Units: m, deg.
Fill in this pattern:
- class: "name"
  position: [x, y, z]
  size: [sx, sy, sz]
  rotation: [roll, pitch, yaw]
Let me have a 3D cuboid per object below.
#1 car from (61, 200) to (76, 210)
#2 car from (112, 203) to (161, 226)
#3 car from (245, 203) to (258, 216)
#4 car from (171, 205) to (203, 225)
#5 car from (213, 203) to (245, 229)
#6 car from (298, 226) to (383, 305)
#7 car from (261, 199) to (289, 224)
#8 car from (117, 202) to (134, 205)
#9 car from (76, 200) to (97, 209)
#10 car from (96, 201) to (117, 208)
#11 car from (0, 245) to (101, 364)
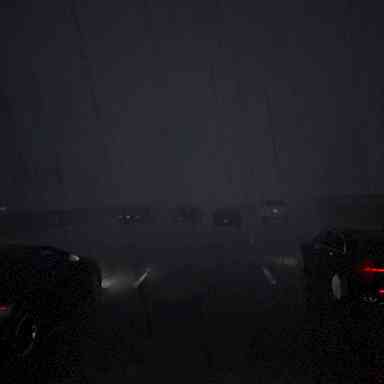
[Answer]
- class: "car"
  position: [-18.641, 2.011, 52.991]
  size: [2.097, 1.767, 4.553]
  rotation: [0, -1, 20]
- class: "car"
  position: [-4.093, 1.883, 26.439]
  size: [2.033, 1.411, 5.357]
  rotation: [0, -1, 11]
- class: "car"
  position: [6.708, 2.014, 39.975]
  size: [2.128, 1.511, 4.902]
  rotation: [0, -1, 19]
- class: "car"
  position: [-0.297, 1.828, 27.271]
  size: [1.882, 1.535, 5.008]
  rotation: [0, -1, 12]
- class: "car"
  position: [2.691, 1.796, 24.445]
  size: [1.882, 1.535, 5.008]
  rotation: [0, -1, 11]
- class: "car"
  position: [4.026, 1.616, 8.264]
  size: [1.837, 1.490, 4.892]
  rotation: [0, -1, 4]
- class: "car"
  position: [7.258, 1.604, 29.103]
  size: [2.150, 2.045, 5.566]
  rotation: [0, -1, 13]
- class: "car"
  position: [-8.750, 2.269, 49.468]
  size: [1.895, 1.301, 4.718]
  rotation: [0, -1, 20]
- class: "car"
  position: [-15.336, 2.154, 51.840]
  size: [1.882, 1.535, 5.008]
  rotation: [0, -1, 20]
- class: "car"
  position: [-12.049, 2.173, 50.634]
  size: [1.812, 1.442, 4.674]
  rotation: [0, -1, 20]
- class: "car"
  position: [-3.127, 1.639, 5.992]
  size: [1.994, 1.385, 4.181]
  rotation: [0, -1, 3]
